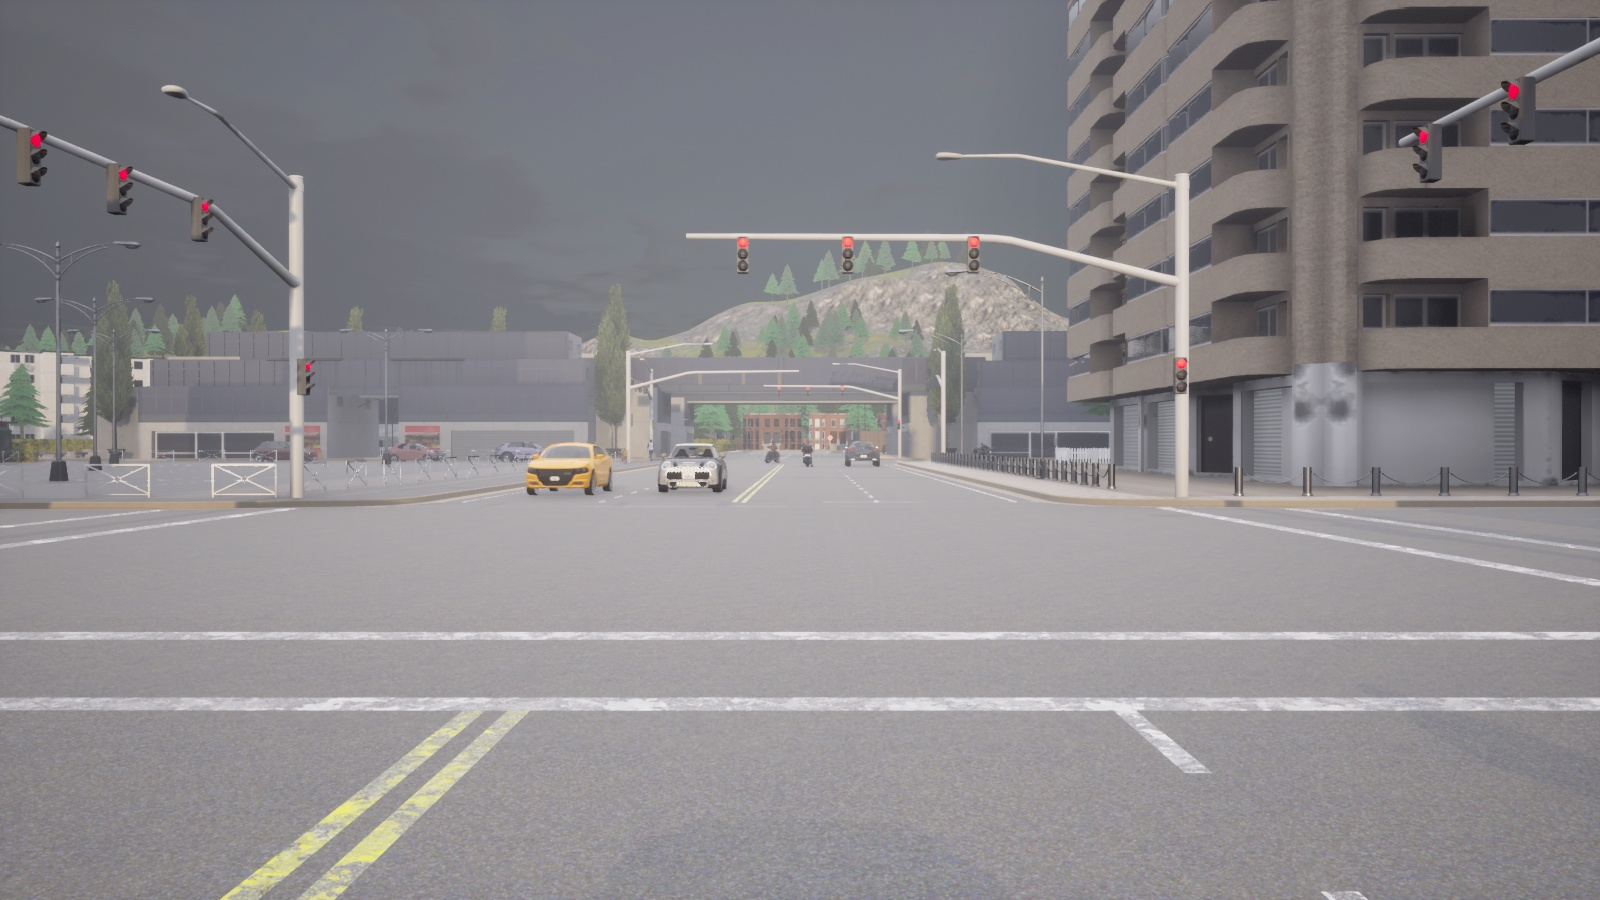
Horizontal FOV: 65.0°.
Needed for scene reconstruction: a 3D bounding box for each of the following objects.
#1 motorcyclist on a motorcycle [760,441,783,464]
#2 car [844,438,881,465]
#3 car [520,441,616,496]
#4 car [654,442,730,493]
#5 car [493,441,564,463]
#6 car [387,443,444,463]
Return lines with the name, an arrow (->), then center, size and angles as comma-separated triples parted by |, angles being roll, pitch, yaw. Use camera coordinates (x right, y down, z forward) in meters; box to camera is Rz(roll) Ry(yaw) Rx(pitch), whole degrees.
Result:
motorcyclist on a motorcycle -> -2.068, 0.180, 91.219 | 0.766, 1.649, 2.350 | 1, 1, 22
car -> 3.982, 0.073, 80.615 | 2.152, 1.651, 5.027 | 0, 0, 0
car -> -6.770, 0.509, 37.154 | 1.882, 1.535, 5.008 | 0, 0, 0
car -> -3.263, 0.492, 38.506 | 1.970, 1.475, 3.806 | 0, 0, 0
car -> -20.163, 0.133, 93.345 | 4.856, 1.649, 2.033 | 0, 0, 1
car -> -28.654, 0.209, 93.600 | 3.633, 1.501, 1.845 | 0, 0, 2
